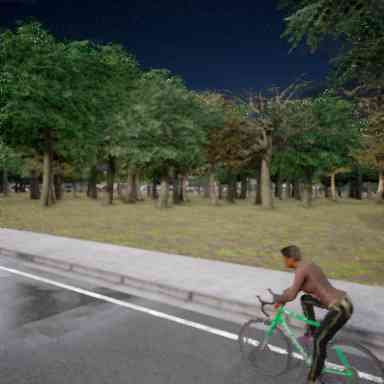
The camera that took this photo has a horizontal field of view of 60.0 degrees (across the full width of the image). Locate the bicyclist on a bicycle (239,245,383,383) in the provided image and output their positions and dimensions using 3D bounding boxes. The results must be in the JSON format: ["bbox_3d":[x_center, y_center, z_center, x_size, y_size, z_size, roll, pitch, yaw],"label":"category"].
[{"bbox_3d":[1.266,1.439,3.756,1.656,1.620,0.582,1,0,35],"label":"bicyclist on a bicycle"}]
